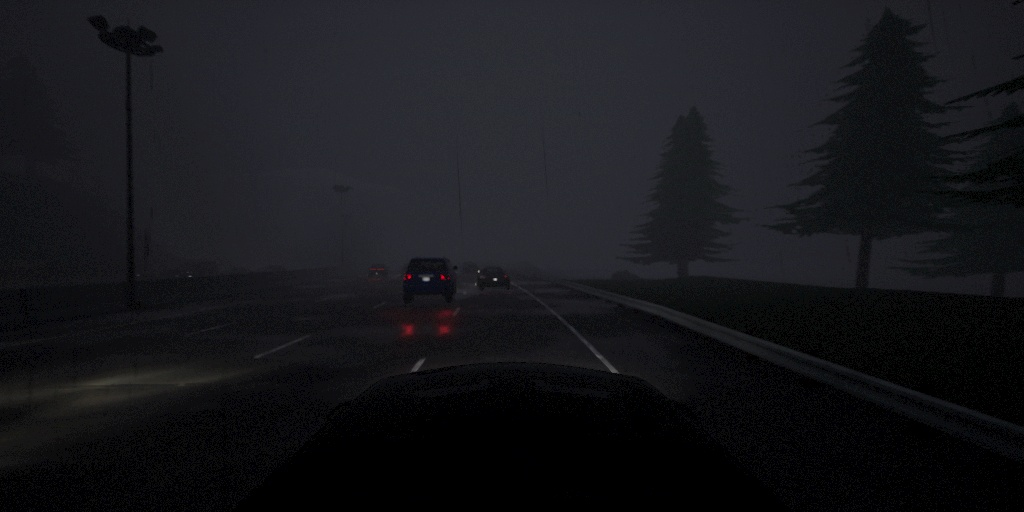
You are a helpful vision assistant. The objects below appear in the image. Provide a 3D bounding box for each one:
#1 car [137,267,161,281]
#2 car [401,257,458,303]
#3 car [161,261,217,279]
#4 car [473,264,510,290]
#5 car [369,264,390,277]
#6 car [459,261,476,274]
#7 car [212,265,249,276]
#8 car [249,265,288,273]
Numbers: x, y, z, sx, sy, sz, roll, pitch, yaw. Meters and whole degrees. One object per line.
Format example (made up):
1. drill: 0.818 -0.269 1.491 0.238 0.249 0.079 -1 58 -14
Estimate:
1. car: -36.148 1.860 37.110 1.882 1.535 5.008 -1 0 -14
2. car: -3.951 1.080 17.880 2.150 2.045 5.566 0 0 -7
3. car: -32.411 1.548 36.666 2.150 2.045 5.566 -1 0 -14
4. car: -1.312 1.402 23.867 1.994 1.385 4.181 -1 0 -8
5. car: -15.173 1.597 40.921 1.837 1.490 4.892 0 0 -15
6. car: -5.522 1.443 45.506 1.882 1.535 5.008 0 0 -16
7. car: -29.155 1.847 37.909 1.994 1.385 4.181 -1 0 -14
8. car: -25.654 1.712 38.343 1.882 1.535 5.008 -1 0 -14
